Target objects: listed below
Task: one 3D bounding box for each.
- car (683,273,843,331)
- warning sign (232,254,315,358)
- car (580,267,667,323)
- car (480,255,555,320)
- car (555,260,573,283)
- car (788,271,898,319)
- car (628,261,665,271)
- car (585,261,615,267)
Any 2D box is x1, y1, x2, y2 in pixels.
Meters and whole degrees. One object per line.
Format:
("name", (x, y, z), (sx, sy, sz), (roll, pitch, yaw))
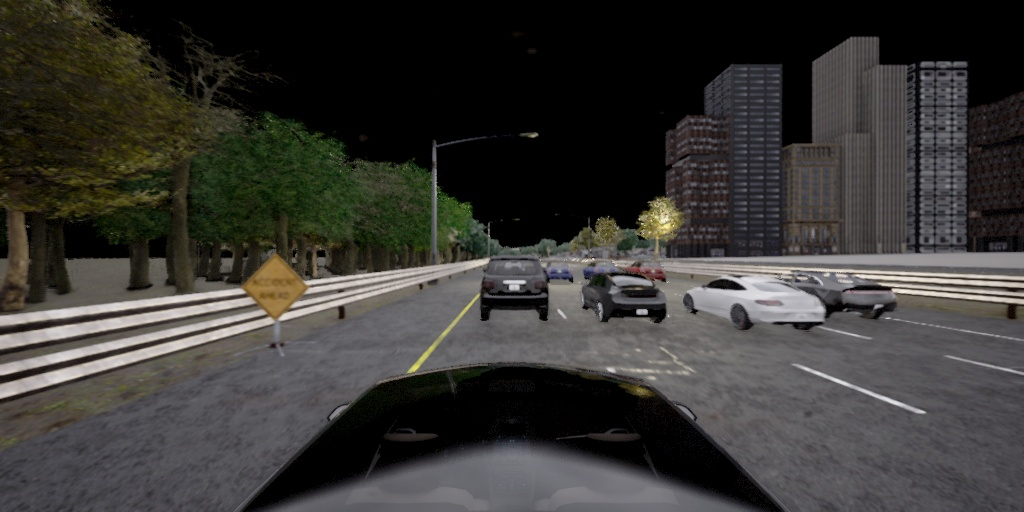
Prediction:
("car", (7.070, 1.306, 11.031), (1.812, 1.442, 4.674), (0, 0, 0))
("warning sign", (-4.551, 0.886, 6.935), (1.300, 1.860, 1.060), (0, 0, 0))
("car", (3.576, 1.289, 12.247), (1.837, 1.490, 4.892), (0, 0, 0))
("car", (0.081, 1.006, 12.997), (2.150, 2.045, 5.566), (0, 0, 0))
("car", (3.575, 1.160, 28.932), (2.097, 1.767, 4.553), (0, 0, 0))
("car", (10.579, 1.276, 12.798), (2.128, 1.511, 4.902), (0, 0, 0))
("car", (10.574, 1.160, 28.941), (2.097, 1.767, 4.553), (0, 0, 0))
("car", (7.074, 1.160, 28.930), (2.097, 1.767, 4.553), (0, 0, 0))
